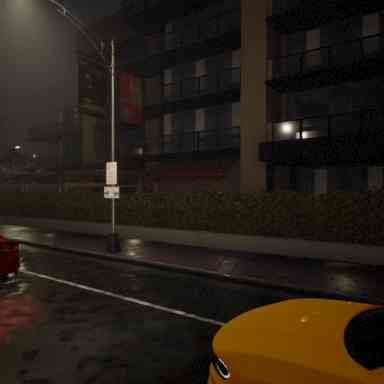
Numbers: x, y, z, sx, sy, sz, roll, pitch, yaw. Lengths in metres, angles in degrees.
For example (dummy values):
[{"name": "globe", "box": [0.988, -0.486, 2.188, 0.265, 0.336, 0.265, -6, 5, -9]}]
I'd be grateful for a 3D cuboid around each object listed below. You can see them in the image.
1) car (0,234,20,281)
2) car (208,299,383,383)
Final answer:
[{"name": "car", "box": [-6.465, 1.478, 8.644, 5.008, 1.535, 1.882, 0, 0, 36]}, {"name": "car", "box": [2.463, 1.478, 2.330, 5.008, 1.535, 1.882, 0, 0, 35]}]
